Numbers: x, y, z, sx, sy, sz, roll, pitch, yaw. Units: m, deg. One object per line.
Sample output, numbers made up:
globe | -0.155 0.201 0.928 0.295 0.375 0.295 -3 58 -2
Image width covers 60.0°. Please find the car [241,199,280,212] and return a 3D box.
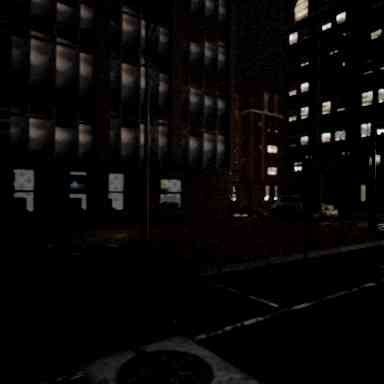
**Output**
car | 8.393 1.680 41.139 1.752 1.417 4.829 1 0 -36

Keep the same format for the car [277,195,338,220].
car | 9.853 1.331 29.159 2.150 2.045 5.566 1 0 -36

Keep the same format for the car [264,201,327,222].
car | 8.275 1.665 26.913 1.802 1.307 4.206 1 0 -36

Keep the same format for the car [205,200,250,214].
car | 3.882 1.640 37.491 2.033 1.411 5.357 1 0 -36

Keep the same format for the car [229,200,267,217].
car | 5.078 1.598 31.379 1.752 1.417 4.829 1 0 -36

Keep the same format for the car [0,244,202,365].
car | -1.817 1.575 5.258 4.313 1.339 1.947 0 0 -35
